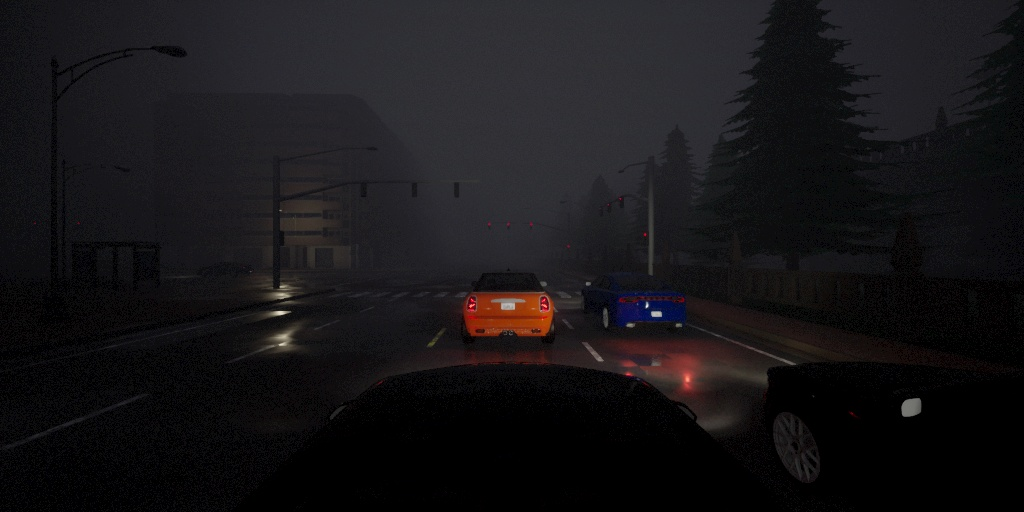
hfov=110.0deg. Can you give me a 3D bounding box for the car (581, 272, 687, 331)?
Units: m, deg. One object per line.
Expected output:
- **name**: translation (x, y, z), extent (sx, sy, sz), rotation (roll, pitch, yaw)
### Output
- **car**: translation (3.419, 1.228, 10.979), extent (1.882, 1.535, 5.008), rotation (0, 0, 0)

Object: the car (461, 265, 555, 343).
- **car**: translation (-0.081, 1.102, 9.835), extent (2.097, 1.767, 4.553), rotation (0, 0, 0)

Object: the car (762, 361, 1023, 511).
- **car**: translation (3.288, 1.228, 1.453), extent (1.882, 1.535, 5.008), rotation (0, 0, 3)

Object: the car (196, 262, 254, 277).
- **car**: translation (-28.473, 1.310, 35.656), extent (4.892, 1.490, 1.837), rotation (0, 0, -1)
